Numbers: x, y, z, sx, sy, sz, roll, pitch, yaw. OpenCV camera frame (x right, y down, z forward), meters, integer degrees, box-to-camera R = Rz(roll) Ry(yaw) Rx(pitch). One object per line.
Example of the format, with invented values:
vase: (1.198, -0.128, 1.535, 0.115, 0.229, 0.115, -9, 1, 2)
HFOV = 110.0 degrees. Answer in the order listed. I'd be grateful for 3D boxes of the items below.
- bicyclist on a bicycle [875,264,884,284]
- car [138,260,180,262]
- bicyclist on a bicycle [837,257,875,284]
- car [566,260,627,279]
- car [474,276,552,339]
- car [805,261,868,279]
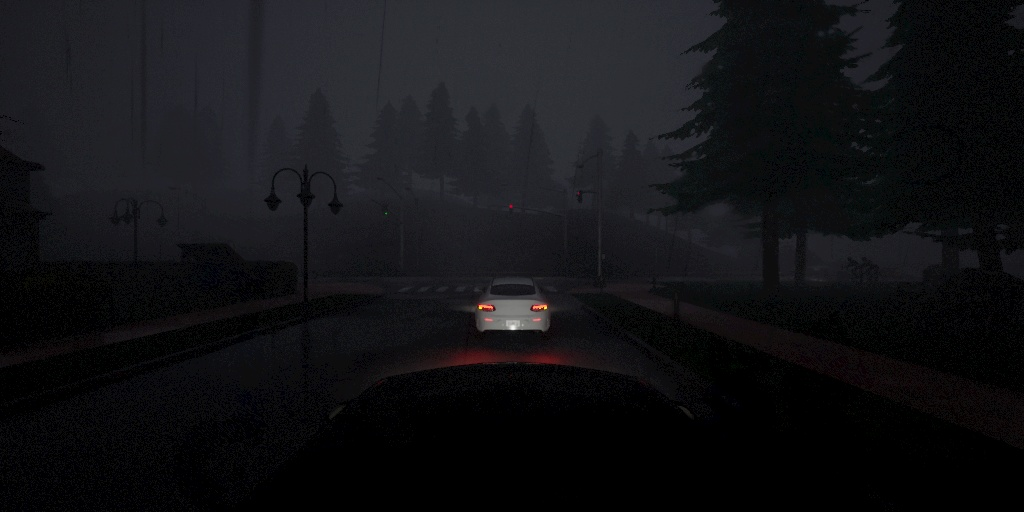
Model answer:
bicyclist on a bicycle: (21.777, 0.892, 21.987, 0.582, 1.620, 1.656, 0, 0, -14)
car: (-27.490, 1.092, 25.911, 4.892, 1.490, 1.837, 0, 0, 0)
bicyclist on a bicycle: (21.130, 0.891, 22.247, 0.582, 1.620, 1.656, 0, 0, -16)
car: (7.018, 1.079, 29.852, 4.902, 1.511, 2.128, 0, 0, 0)
car: (0.021, 1.276, 9.964, 1.812, 1.442, 4.674, 0, 0, 0)
car: (26.931, 1.113, 29.933, 4.674, 1.442, 1.812, 0, 0, 0)
